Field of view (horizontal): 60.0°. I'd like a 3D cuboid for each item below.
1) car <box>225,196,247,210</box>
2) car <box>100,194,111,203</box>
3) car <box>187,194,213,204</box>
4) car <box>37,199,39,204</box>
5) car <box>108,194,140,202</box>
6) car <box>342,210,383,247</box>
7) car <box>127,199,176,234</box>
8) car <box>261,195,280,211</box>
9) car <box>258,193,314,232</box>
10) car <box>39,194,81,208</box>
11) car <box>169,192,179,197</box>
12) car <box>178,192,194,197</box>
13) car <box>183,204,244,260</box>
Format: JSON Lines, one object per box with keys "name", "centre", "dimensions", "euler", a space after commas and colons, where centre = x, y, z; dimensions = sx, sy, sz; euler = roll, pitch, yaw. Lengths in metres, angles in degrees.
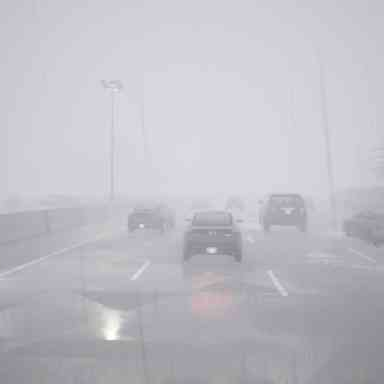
{"name": "car", "centre": [4.614, 1.190, 34.891], "dimensions": [1.837, 1.490, 4.892], "euler": [0, 1, 14]}
{"name": "car", "centre": [-10.743, 1.045, 45.807], "dimensions": [2.128, 1.511, 4.902], "euler": [0, 0, 17]}
{"name": "car", "centre": [1.092, 1.200, 35.275], "dimensions": [1.812, 1.442, 4.674], "euler": [0, 1, 13]}
{"name": "car", "centre": [-18.427, 1.056, 44.291], "dimensions": [1.837, 1.490, 4.892], "euler": [0, 0, 15]}
{"name": "car", "centre": [-8.227, 1.193, 41.947], "dimensions": [1.895, 1.301, 4.718], "euler": [0, 1, 15]}
{"name": "car", "centre": [8.041, 1.447, 14.267], "dimensions": [1.994, 1.385, 4.181], "euler": [0, 1, 6]}
{"name": "car", "centre": [-2.080, 1.331, 18.128], "dimensions": [1.837, 1.490, 4.892], "euler": [0, 0, 7]}
{"name": "car", "centre": [8.674, 1.155, 36.651], "dimensions": [1.882, 1.535, 5.008], "euler": [0, 1, 15]}
{"name": "car", "centre": [5.074, 1.055, 19.004], "dimensions": [2.150, 2.045, 5.566], "euler": [0, 1, 8]}
{"name": "car", "centre": [-15.765, 1.134, 40.866], "dimensions": [2.033, 1.411, 5.357], "euler": [0, 1, 14]}
{"name": "car", "centre": [-3.606, 0.682, 81.682], "dimensions": [2.033, 1.411, 5.357], "euler": [0, 1, 27]}
{"name": "car", "centre": [-0.747, 0.776, 79.598], "dimensions": [1.895, 1.301, 4.718], "euler": [0, 1, 27]}
{"name": "car", "centre": [0.771, 1.395, 11.938], "dimensions": [1.837, 1.490, 4.892], "euler": [0, 1, 5]}
